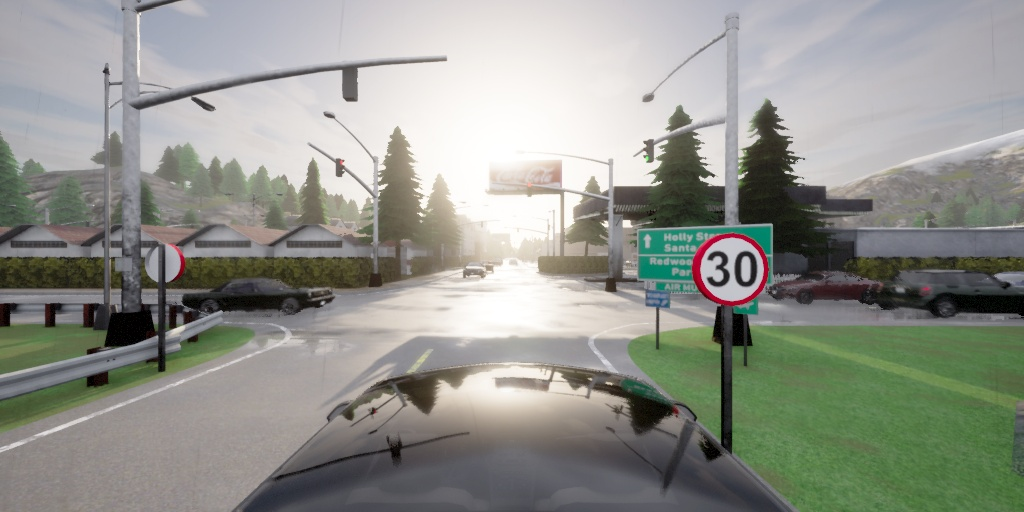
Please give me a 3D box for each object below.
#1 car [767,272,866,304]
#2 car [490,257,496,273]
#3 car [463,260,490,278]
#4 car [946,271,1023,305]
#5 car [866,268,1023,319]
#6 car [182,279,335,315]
[{"bbox_3d":[14.802,1.467,17.022,4.674,1.442,1.812,0,0,0],"label":"car"},{"bbox_3d":[-3.184,1.269,44.097,1.882,1.535,5.008,0,-1,-3],"label":"car"},{"bbox_3d":[-3.459,1.291,33.806,1.812,1.442,4.674,1,-1,1],"label":"car"},{"bbox_3d":[23.935,1.467,16.928,4.674,1.442,1.812,0,0,1],"label":"car"},{"bbox_3d":[16.574,1.293,13.320,4.553,1.767,2.097,0,0,1],"label":"car"},{"bbox_3d":[-9.401,1.517,13.627,4.718,1.301,1.895,-1,0,1],"label":"car"}]
